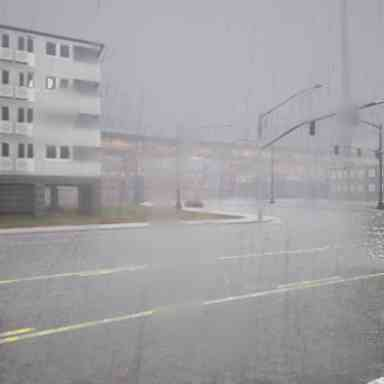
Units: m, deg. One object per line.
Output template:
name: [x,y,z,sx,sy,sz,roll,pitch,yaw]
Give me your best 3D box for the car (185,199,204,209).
car: [0.326,1.614,46.124,1.895,1.301,4.718,0,0,-10]
